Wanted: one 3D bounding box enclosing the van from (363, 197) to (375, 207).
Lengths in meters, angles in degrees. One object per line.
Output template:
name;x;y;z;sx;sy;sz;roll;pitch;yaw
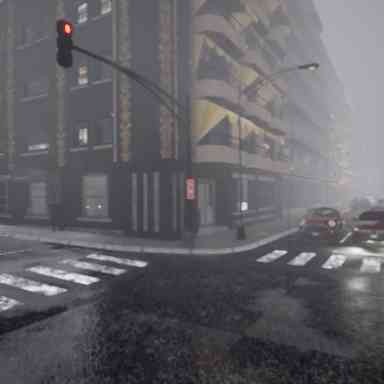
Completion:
van;33.057;1.793;62.027;1.690;1.788;3.998;-1;-1;31

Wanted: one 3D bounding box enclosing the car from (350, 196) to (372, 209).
car;21.566;1.634;42.619;2.192;1.841;5.009;-1;-1;31

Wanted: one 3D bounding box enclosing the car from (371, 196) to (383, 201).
car;23.867;1.641;41.264;2.097;1.767;4.553;-1;-1;31

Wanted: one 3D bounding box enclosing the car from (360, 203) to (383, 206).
car;13.550;1.734;23.957;1.994;1.385;4.181;-1;-1;31

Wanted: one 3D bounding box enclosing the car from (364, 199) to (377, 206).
car;35.932;2.035;66.877;2.008;1.369;4.403;-1;-1;31

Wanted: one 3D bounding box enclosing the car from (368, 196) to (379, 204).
car;44.546;1.897;81.436;2.192;1.841;5.009;-1;-1;31

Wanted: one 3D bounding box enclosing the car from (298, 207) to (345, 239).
car;7.206;1.592;18.357;1.967;1.590;4.097;-1;-1;31

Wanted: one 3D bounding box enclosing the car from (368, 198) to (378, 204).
car;41.590;2.074;76.435;1.752;1.417;4.829;-1;-1;31

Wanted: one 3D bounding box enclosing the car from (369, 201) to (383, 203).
car;18.638;1.830;32.520;1.895;1.301;4.718;-1;-1;31

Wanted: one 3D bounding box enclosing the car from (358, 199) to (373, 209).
car;27.227;1.910;52.174;1.752;1.417;4.829;-1;-1;31

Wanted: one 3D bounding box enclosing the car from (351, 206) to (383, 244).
car;8.953;1.642;16.216;1.812;1.442;4.674;-1;-1;31
